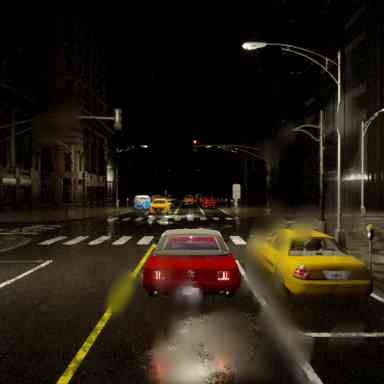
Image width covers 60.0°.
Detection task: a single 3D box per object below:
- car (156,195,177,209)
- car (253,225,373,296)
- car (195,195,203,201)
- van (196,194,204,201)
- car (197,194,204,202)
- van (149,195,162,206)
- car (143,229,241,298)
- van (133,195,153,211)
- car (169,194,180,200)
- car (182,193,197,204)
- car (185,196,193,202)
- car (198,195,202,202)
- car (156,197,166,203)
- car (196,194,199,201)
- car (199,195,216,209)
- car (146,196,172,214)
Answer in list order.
[{"bbox_3d":[-3.479,1.509,45.152,2.128,1.511,4.902,0,0,0],"label":"car"},{"bbox_3d":[2.700,1.526,8.563,1.752,1.417,4.829,0,0,0],"label":"car"},{"bbox_3d":[1.991,1.613,90.687,2.008,1.369,4.403,0,0,0],"label":"car"},{"bbox_3d":[2.039,1.398,85.162,1.690,1.788,3.998,0,0,0],"label":"van"},{"bbox_3d":[2.285,1.574,57.535,1.887,1.381,4.507,0,0,0],"label":"car"},{"bbox_3d":[-6.267,1.370,57.479,1.690,1.788,3.998,0,0,0],"label":"van"},{"bbox_3d":[-0.008,1.602,8.500,1.895,1.301,4.718,0,0,0],"label":"car"},{"bbox_3d":[-6.126,1.356,40.905,1.690,1.788,3.998,0,0,0],"label":"van"},{"bbox_3d":[-3.568,1.535,57.743,1.837,1.490,4.892,0,0,0],"label":"car"},{"bbox_3d":[-0.561,1.515,65.755,1.882,1.535,5.008,0,0,0],"label":"car"},{"bbox_3d":[-0.651,1.493,76.204,1.895,1.301,4.718,0,0,0],"label":"car"},{"bbox_3d":[2.334,1.568,52.010,1.887,1.381,4.507,0,0,0],"label":"car"},{"bbox_3d":[-6.360,1.622,68.528,1.802,1.307,4.206,0,0,0],"label":"car"},{"bbox_3d":[2.234,1.560,63.230,1.752,1.417,4.829,0,0,0],"label":"car"},{"bbox_3d":[2.383,1.563,46.485,1.887,1.381,4.507,0,0,0],"label":"car"},{"bbox_3d":[-3.390,1.488,35.265,1.882,1.535,5.008,0,0,-2],"label":"car"}]
